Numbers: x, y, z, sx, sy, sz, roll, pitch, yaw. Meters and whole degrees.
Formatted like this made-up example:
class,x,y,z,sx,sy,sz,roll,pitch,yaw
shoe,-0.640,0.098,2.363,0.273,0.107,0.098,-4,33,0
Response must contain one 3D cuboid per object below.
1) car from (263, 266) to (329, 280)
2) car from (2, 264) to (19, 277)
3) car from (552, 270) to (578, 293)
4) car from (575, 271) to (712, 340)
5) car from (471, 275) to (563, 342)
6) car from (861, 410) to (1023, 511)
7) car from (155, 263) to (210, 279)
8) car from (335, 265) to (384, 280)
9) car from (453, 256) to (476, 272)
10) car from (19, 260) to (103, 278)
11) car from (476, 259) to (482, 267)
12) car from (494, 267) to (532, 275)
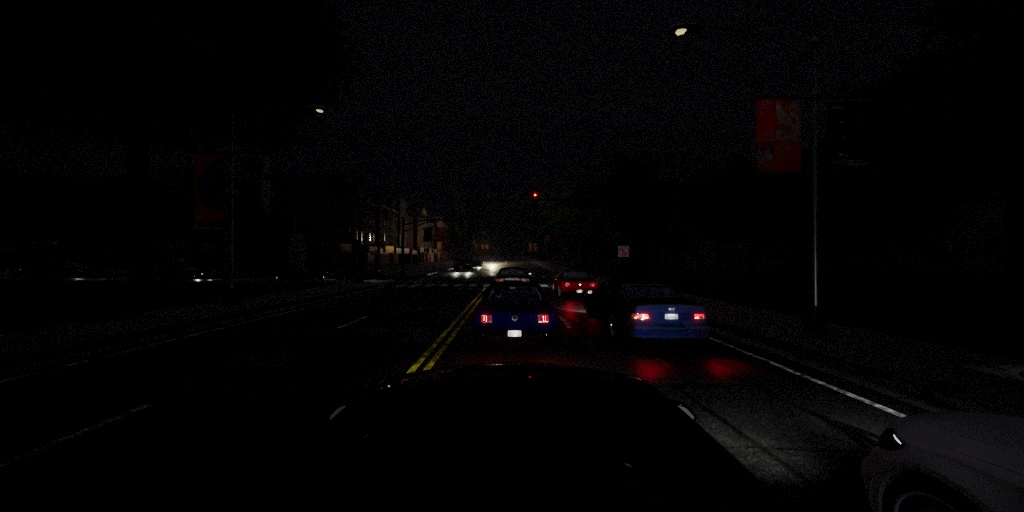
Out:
class,x,y,z,sx,sy,sz,roll,pitch,yaw
car,-18.094,1.449,30.270,4.718,1.301,1.895,1,0,0
car,-43.869,1.144,33.231,5.008,1.535,1.882,0,0,0
car,3.299,1.439,19.622,1.895,1.301,4.718,0,0,0
car,3.329,1.321,9.979,2.033,1.411,5.357,0,0,0
car,0.079,1.374,9.854,1.895,1.301,4.718,0,0,0
car,3.344,1.275,0.503,1.812,1.442,4.674,0,0,0
car,-28.152,1.318,30.267,4.181,1.385,1.994,0,0,0
car,-14.041,1.476,33.226,4.181,1.385,1.994,1,0,-6
car,-6.611,1.064,48.931,2.150,2.045,5.566,0,0,0
car,-37.662,1.159,30.284,5.008,1.535,1.882,0,0,0
car,-6.572,1.270,65.064,1.994,1.385,4.181,0,0,0
car,0.047,1.313,19.194,1.882,1.535,5.008,0,0,0
